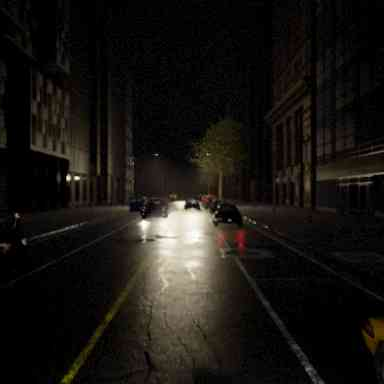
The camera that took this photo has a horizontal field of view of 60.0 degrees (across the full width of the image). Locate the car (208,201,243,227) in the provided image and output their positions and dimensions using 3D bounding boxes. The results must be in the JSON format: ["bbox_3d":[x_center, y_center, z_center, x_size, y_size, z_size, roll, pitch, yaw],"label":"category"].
[{"bbox_3d":[2.353,1.565,23.029,1.812,1.442,4.674,0,0,0],"label":"car"}]

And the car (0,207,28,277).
[{"bbox_3d":[-5.666,1.331,7.550,2.192,1.841,5.009,0,0,0],"label":"car"}]

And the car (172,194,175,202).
[{"bbox_3d":[-5.662,1.771,80.683,1.752,1.417,4.829,0,0,0],"label":"car"}]

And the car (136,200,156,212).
[{"bbox_3d":[-5.664,1.653,41.380,1.947,1.339,4.313,0,0,0],"label":"car"}]

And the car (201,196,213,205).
[{"bbox_3d":[2.863,1.614,63.924,1.967,1.590,4.097,0,0,0],"label":"car"}]

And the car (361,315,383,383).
[{"bbox_3d":[2.860,1.530,2.058,1.752,1.417,4.829,0,0,0],"label":"car"}]

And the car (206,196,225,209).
[{"bbox_3d":[2.862,1.509,35.726,1.967,1.590,4.097,0,0,0],"label":"car"}]

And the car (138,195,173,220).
[{"bbox_3d":[-3.096,1.404,28.910,2.097,1.767,4.553,0,0,0],"label":"car"}]

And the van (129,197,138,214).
[{"bbox_3d":[-5.663,1.411,35.742,1.690,1.788,3.998,0,0,0],"label":"van"}]

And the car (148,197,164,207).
[{"bbox_3d":[-5.663,1.569,52.659,1.967,1.590,4.097,0,0,0],"label":"car"}]

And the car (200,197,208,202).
[{"bbox_3d":[2.863,1.829,80.842,1.802,1.307,4.206,0,0,0],"label":"car"}]

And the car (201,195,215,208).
[{"bbox_3d":[2.862,1.422,47.006,2.192,1.841,5.009,0,0,0],"label":"car"}]

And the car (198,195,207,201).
[{"bbox_3d":[2.864,1.628,92.121,2.192,1.841,5.009,0,0,0],"label":"car"}]

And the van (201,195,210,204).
[{"bbox_3d":[2.864,1.537,69.564,1.690,1.788,3.998,0,0,0],"label":"van"}]

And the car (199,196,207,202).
[{"bbox_3d":[2.863,1.845,86.480,1.947,1.339,4.313,0,0,0],"label":"car"}]

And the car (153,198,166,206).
[{"bbox_3d":[-5.663,1.696,58.297,1.887,1.381,4.507,0,0,0],"label":"car"}]

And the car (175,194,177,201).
[{"bbox_3d":[-5.662,1.594,86.492,2.192,1.841,5.009,0,0,0],"label":"car"}]

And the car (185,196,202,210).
[{"bbox_3d":[0.034,1.663,44.941,1.994,1.385,4.181,0,0,1],"label":"car"}]
